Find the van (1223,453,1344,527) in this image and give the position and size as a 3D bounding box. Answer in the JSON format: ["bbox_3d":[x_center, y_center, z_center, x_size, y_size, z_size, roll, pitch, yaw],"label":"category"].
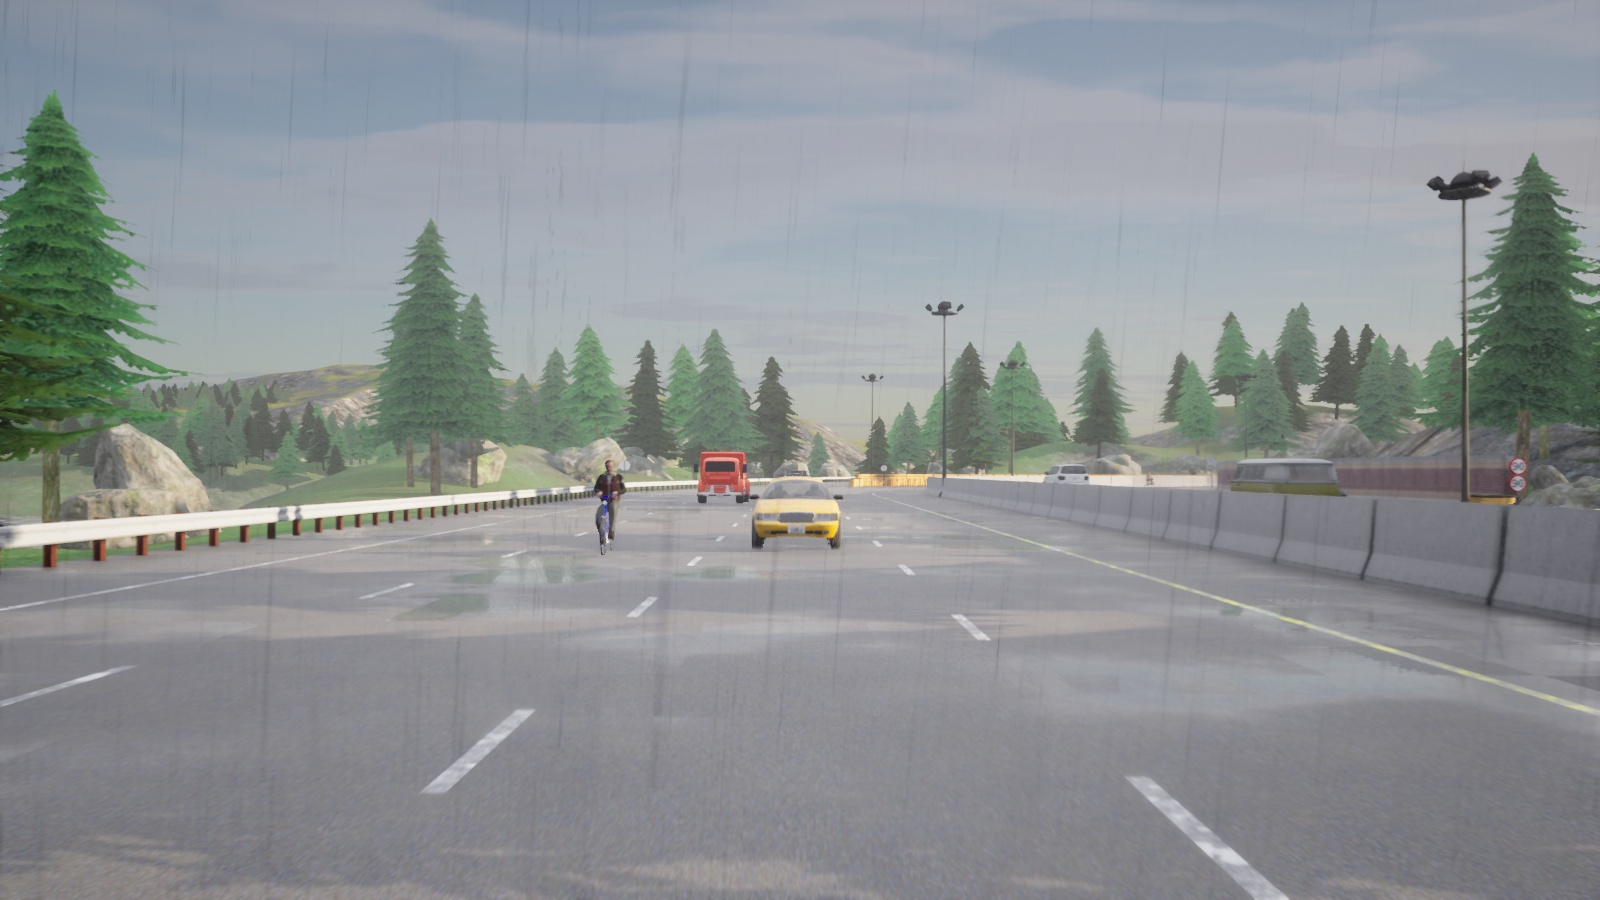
[{"bbox_3d":[13.891,1.121,36.359,1.775,1.987,4.442,0,-1,0],"label":"van"}]

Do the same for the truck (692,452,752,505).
[{"bbox_3d":[-3.738,1.365,61.036,2.627,2.467,5.204,0,-1,0],"label":"truck"}]

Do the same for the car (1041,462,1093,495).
[{"bbox_3d":[17.168,1.823,81.127,2.150,2.045,5.566,0,-1,0],"label":"car"}]

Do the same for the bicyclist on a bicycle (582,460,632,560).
[{"bbox_3d":[-3.556,1.089,23.259,0.659,1.776,1.843,0,-1,0],"label":"bicyclist on a bicycle"}]

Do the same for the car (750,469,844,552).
[{"bbox_3d":[-0.065,1.200,26.667,1.801,1.575,5.366,0,-1,0],"label":"car"}]
